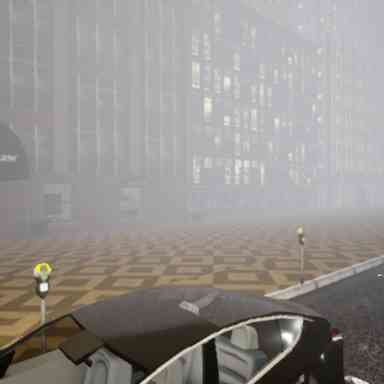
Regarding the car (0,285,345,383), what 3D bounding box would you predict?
[{"bbox_3d":[-0.489,1.567,2.418,4.313,1.339,1.947,0,0,-41],"label":"car"}]
